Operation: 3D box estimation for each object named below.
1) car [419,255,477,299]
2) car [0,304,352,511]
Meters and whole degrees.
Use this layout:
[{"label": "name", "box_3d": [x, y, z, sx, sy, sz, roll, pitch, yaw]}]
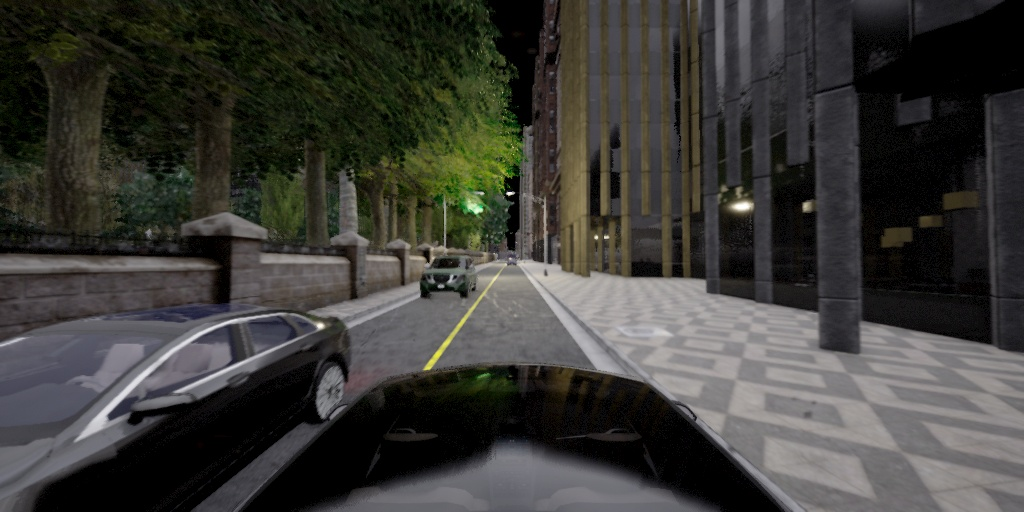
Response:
[{"label": "car", "box_3d": [-3.077, 0.978, 18.456, 2.150, 2.045, 5.566, 0, 0, 1]}, {"label": "car", "box_3d": [-3.087, 1.243, 2.944, 2.128, 1.511, 4.902, 0, 0, 0]}]
